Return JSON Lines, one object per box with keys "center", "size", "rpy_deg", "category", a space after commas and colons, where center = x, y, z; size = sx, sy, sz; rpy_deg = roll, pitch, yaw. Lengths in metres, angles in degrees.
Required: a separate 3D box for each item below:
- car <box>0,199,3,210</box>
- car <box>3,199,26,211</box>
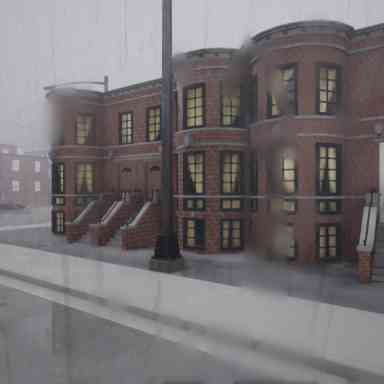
{"center": [-21.619, 1.477, 32.185], "size": [1.882, 1.535, 5.008], "rpy_deg": [0, 0, 35], "category": "car"}
{"center": [-21.908, 1.547, 37.830], "size": [2.033, 1.411, 5.357], "rpy_deg": [0, 0, 36], "category": "car"}
